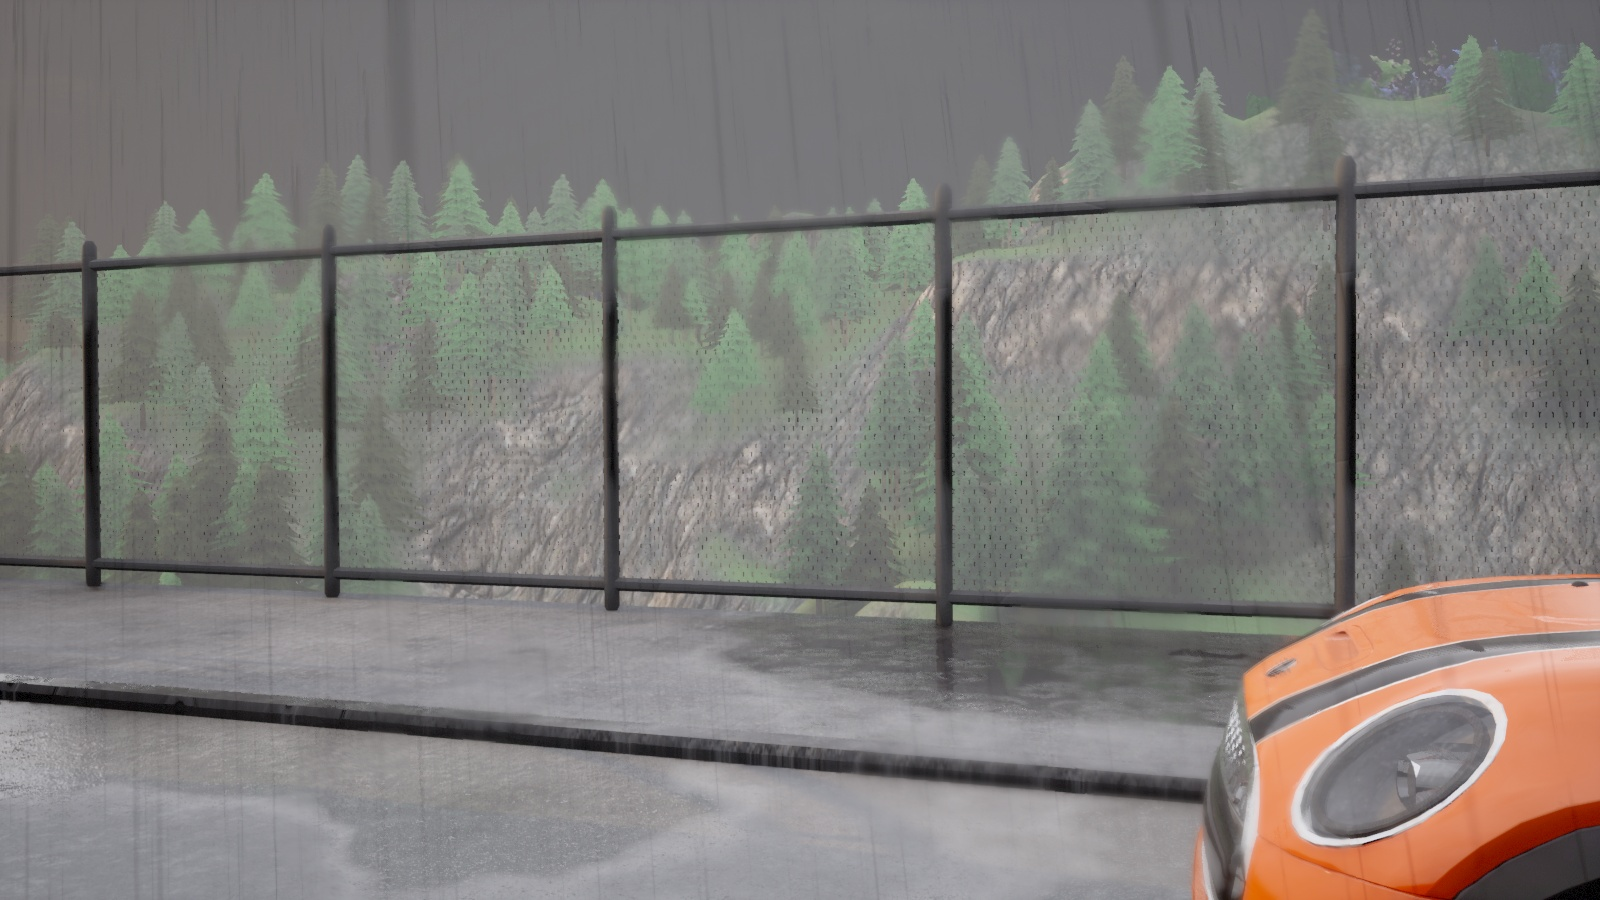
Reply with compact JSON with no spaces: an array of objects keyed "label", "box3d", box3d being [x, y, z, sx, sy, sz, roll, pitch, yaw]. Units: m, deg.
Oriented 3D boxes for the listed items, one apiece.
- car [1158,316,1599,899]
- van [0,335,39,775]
[{"label":"car","box3d":[3.173,0.654,2.652,4.553,1.767,2.097,1,1,19]},{"label":"van","box3d":[-5.935,0.466,5.712,4.442,1.987,1.775,1,1,19]}]
